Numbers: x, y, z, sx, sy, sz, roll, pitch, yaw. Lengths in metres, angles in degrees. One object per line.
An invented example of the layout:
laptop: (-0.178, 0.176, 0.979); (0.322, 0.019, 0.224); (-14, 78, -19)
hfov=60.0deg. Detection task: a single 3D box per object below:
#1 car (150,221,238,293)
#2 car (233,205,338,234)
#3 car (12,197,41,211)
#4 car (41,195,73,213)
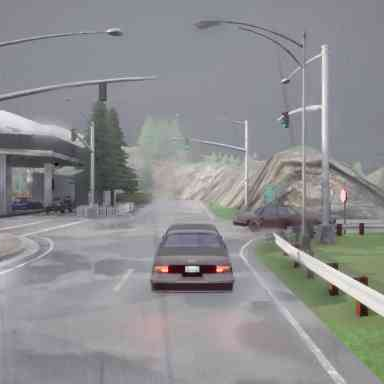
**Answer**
car: (0.004, 1.547, 8.980); (2.033, 1.411, 5.357); (0, 0, 0)
car: (4.920, 1.388, 17.887); (5.357, 1.411, 2.033); (-1, 0, 28)
car: (-20.220, 1.480, 40.846); (2.242, 1.667, 4.611); (0, 0, -1)
car: (-14.515, 1.313, 36.567); (1.905, 1.878, 3.866); (0, 0, -1)
